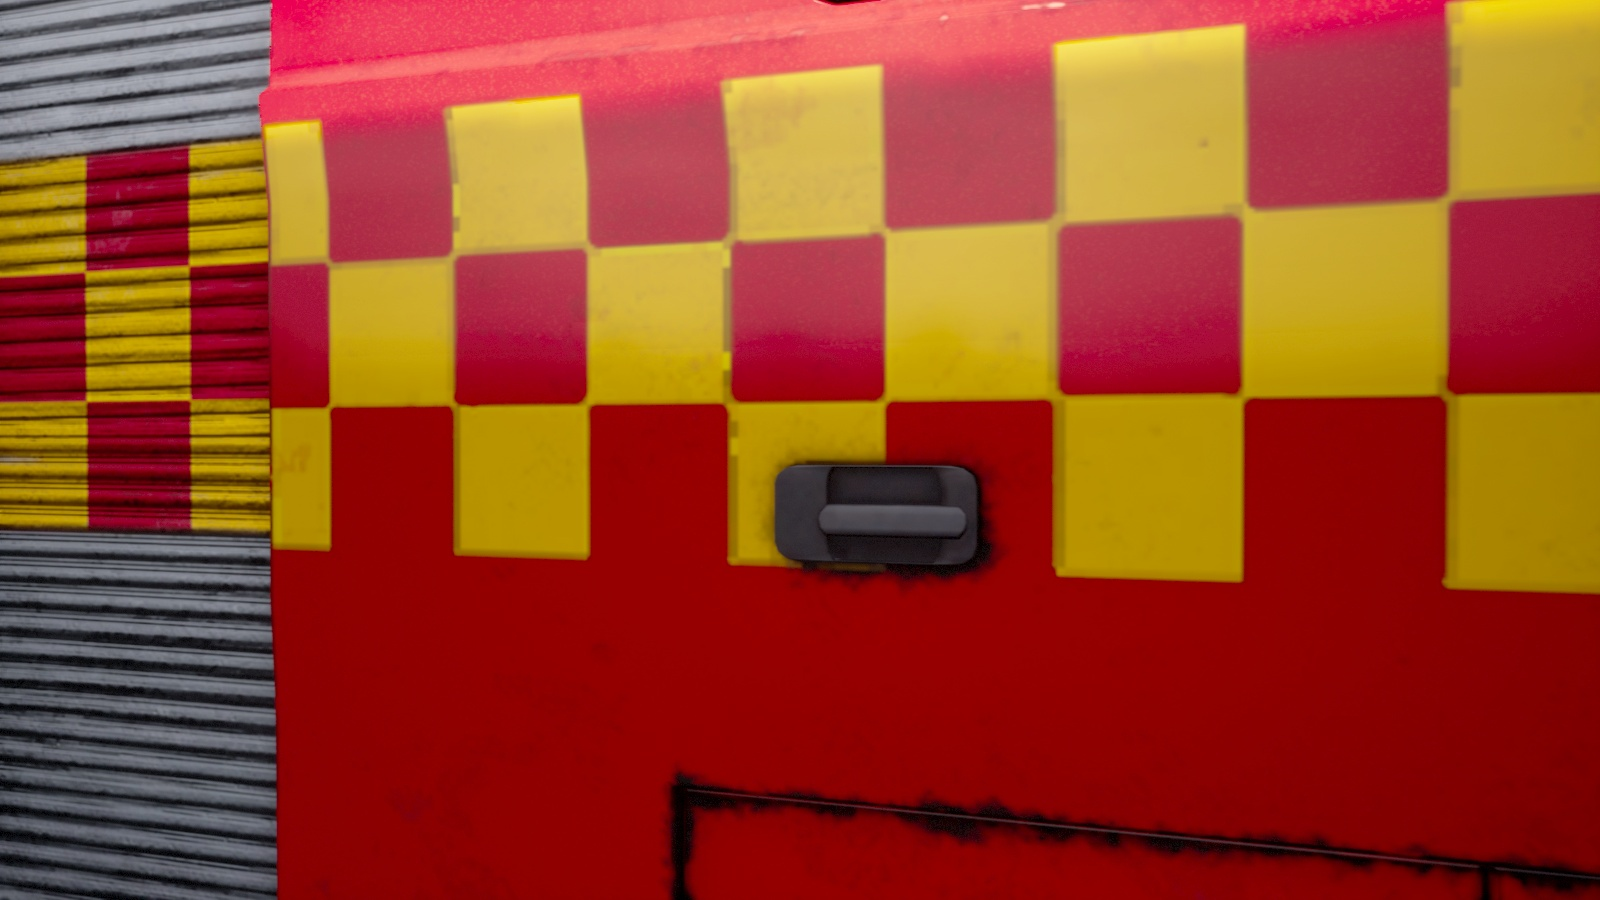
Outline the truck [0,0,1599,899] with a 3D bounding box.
[{"bbox_3d":[0.586,-0.384,2.978,8.468,3.827,2.891,1,1,19],"label":"truck"}]
